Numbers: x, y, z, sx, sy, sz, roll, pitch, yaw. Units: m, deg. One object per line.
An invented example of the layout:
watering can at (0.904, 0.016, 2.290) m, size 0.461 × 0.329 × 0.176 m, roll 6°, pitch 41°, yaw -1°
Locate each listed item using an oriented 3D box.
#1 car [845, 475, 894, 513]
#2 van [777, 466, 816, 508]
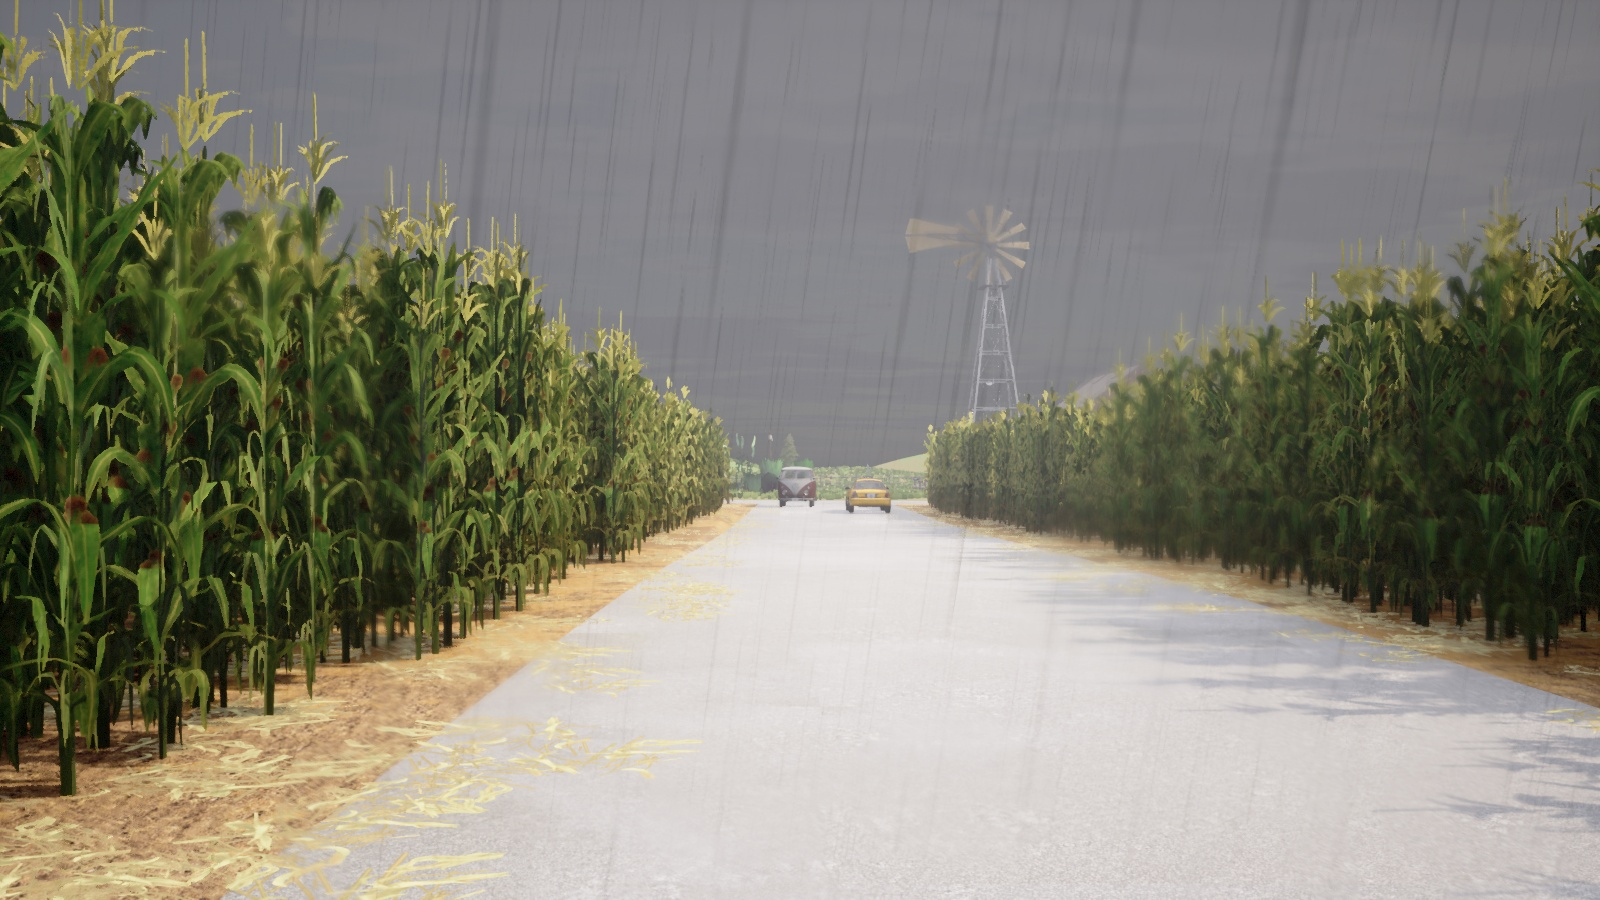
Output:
car at (2.979, 1.874, 54.764) m, size 1.801 × 1.575 × 5.366 m, roll 0°, pitch -1°, yaw 0°
van at (-0.127, 1.819, 62.258) m, size 1.775 × 1.987 × 4.442 m, roll 0°, pitch -1°, yaw 2°
